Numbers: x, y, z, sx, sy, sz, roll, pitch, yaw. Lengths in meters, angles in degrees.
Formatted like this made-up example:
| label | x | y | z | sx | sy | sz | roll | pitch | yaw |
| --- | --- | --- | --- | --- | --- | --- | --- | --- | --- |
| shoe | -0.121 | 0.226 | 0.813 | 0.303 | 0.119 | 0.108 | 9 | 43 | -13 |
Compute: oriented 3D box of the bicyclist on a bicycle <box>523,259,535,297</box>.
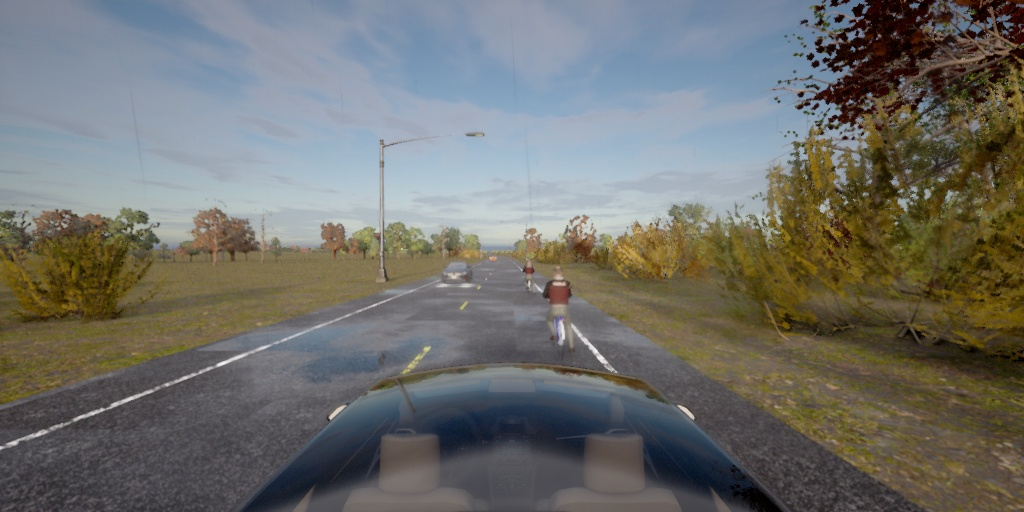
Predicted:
| label | x | y | z | sx | sy | sz | roll | pitch | yaw |
| --- | --- | --- | --- | --- | --- | --- | --- | --- | --- |
| bicyclist on a bicycle | 0.814 | 1.022 | 17.336 | 0.659 | 1.776 | 1.843 | 0 | 1 | -1 |

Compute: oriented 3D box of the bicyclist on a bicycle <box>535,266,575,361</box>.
| label | x | y | z | sx | sy | sz | roll | pitch | yaw |
| --- | --- | --- | --- | --- | --- | --- | --- | --- | --- |
| bicyclist on a bicycle | 0.917 | 1.085 | 7.323 | 0.659 | 1.776 | 1.843 | 0 | 1 | 0 |

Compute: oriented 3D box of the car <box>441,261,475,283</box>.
| label | x | y | z | sx | sy | sz | roll | pitch | yaw |
| --- | --- | --- | --- | --- | --- | --- | --- | --- | --- |
| car | -3.858 | 1.124 | 26.006 | 1.812 | 1.442 | 4.674 | 0 | 0 | -1 |
